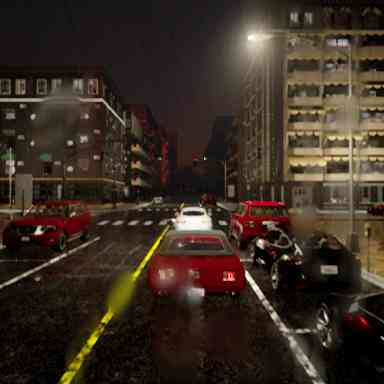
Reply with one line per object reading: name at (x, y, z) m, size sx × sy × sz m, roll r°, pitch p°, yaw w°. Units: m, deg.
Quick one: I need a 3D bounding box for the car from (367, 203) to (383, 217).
car at (17.244, 1.543, 28.420) m, size 4.206 × 1.307 × 1.802 m, roll 0°, pitch -1°, yaw 0°

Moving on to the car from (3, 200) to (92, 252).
car at (-5.764, 1.302, 14.022) m, size 2.192 × 1.841 × 5.009 m, roll 1°, pitch 0°, yaw 0°

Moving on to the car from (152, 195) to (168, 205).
car at (-5.877, 1.501, 57.738) m, size 2.008 × 1.369 × 4.403 m, roll 1°, pitch 0°, yaw 0°

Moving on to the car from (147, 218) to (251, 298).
car at (0.089, 1.593, 8.444) m, size 1.895 × 1.301 × 4.718 m, roll 0°, pitch 0°, yaw 0°

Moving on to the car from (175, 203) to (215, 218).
car at (0.080, 1.510, 17.508) m, size 1.812 × 1.442 × 4.674 m, roll 0°, pitch 0°, yaw 0°

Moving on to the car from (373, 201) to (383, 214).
car at (22.747, 1.695, 36.819) m, size 4.313 × 1.339 × 1.947 m, roll 0°, pitch -1°, yaw 0°

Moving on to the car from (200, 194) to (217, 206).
car at (2.767, 1.270, 52.113) m, size 2.192 × 1.841 × 5.009 m, roll 1°, pitch 0°, yaw 0°

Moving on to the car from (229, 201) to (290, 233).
car at (2.762, 1.302, 14.039) m, size 2.192 × 1.841 × 5.009 m, roll 1°, pitch 0°, yaw 0°

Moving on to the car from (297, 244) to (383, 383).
car at (2.699, 1.563, 3.164) m, size 1.947 × 1.339 × 4.313 m, roll 1°, pitch 0°, yaw 0°

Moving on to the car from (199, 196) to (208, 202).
car at (2.602, 1.503, 74.898) m, size 1.947 × 1.339 × 4.313 m, roll 1°, pitch 0°, yaw 0°

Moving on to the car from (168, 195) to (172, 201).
car at (-5.785, 1.458, 80.351) m, size 1.752 × 1.417 × 4.829 m, roll 1°, pitch 0°, yaw 0°

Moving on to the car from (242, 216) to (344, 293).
car at (2.692, 1.558, 8.603) m, size 1.947 × 1.339 × 4.313 m, roll 1°, pitch 0°, yaw 0°
